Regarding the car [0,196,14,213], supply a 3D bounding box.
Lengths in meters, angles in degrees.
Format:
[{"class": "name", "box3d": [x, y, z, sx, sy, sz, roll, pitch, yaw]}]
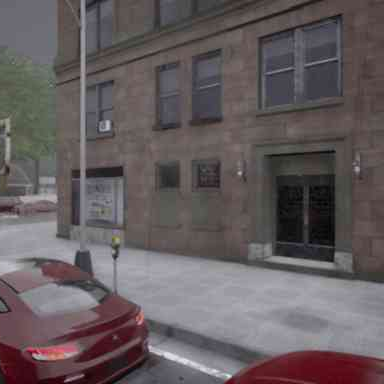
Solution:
[{"class": "car", "box3d": [-18.268, 1.226, 31.434, 2.097, 1.767, 4.553, 0, 0, 35]}]

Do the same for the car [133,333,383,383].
[{"class": "car", "box3d": [2.061, 1.546, 1.347, 4.507, 1.381, 1.887, 0, 0, 35]}]

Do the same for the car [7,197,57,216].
[{"class": "car", "box3d": [-14.483, 1.430, 31.148, 1.994, 1.385, 4.181, 0, 0, 35]}]

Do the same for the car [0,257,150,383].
[{"class": "car", "box3d": [-2.435, 1.578, 4.546, 4.206, 1.307, 1.802, 0, 0, 35]}]
